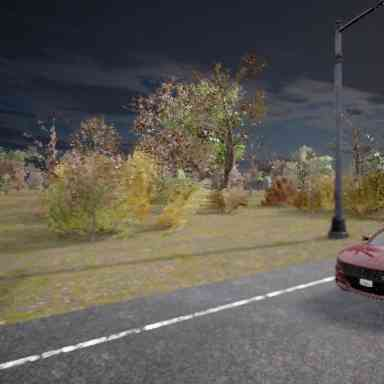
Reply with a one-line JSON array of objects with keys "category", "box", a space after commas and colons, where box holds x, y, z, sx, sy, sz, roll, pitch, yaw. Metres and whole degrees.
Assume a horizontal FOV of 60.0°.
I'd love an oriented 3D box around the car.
[{"category": "car", "box": [5.368, 1.465, 7.821, 5.008, 1.535, 1.882, 0, 0, -35]}]
